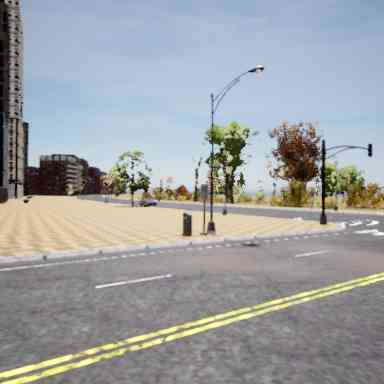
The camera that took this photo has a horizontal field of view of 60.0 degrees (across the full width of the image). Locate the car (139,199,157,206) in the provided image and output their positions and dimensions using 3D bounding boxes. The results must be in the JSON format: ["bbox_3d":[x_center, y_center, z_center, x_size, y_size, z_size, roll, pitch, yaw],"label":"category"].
[{"bbox_3d":[-8.329,1.938,62.526,2.033,1.411,5.357,0,0,-29],"label":"car"}]
